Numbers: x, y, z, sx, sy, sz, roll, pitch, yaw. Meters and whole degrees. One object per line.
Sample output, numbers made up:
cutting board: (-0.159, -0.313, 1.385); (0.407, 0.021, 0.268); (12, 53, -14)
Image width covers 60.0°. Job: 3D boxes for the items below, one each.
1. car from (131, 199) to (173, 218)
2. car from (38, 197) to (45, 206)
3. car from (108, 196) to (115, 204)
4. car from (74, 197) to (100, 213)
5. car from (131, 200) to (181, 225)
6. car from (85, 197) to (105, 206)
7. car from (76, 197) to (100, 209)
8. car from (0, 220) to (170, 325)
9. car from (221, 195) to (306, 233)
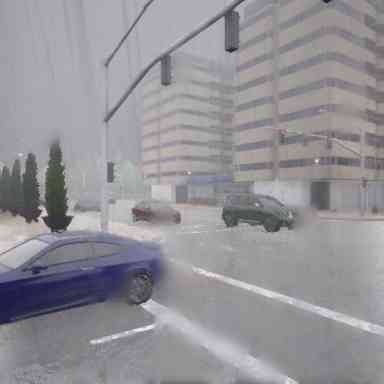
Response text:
car: (-3.864, 1.504, 31.568); (1.837, 1.490, 4.892); (0, 0, -35)
car: (-23.552, 1.547, 53.788); (2.033, 1.411, 5.357); (0, 0, -35)
car: (-15.540, 1.526, 60.827); (1.812, 1.442, 4.674); (0, 0, -35)
car: (-11.308, 1.564, 36.113); (1.994, 1.385, 4.181); (0, 0, -35)
car: (-2.619, 1.478, 23.611); (1.882, 1.535, 5.008); (0, 0, -34)
car: (-16.391, 1.564, 55.938); (1.994, 1.385, 4.181); (0, 0, -35)
car: (-14.817, 1.505, 47.265); (1.837, 1.490, 4.892); (0, 0, -35)
car: (-2.596, 1.526, 6.431); (4.674, 1.442, 1.812); (0, 1, -39)
car: (4.122, 1.222, 20.150); (2.150, 2.045, 5.566); (0, 0, -35)
